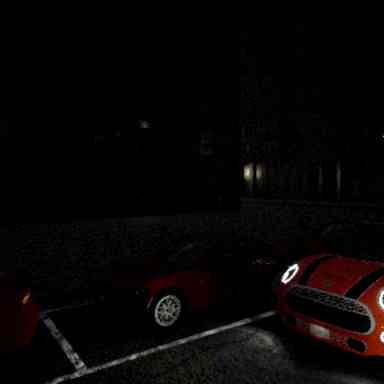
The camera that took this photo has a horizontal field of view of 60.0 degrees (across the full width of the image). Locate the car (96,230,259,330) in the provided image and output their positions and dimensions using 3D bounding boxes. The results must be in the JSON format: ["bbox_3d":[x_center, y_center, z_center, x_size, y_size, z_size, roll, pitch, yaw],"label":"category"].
[{"bbox_3d":[0.316,1.536,6.888,4.507,1.381,1.887,0,0,-35],"label":"car"}]

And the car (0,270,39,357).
[{"bbox_3d":[-4.183,1.548,3.680,4.507,1.381,1.887,0,0,-35],"label":"car"}]

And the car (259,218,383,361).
[{"bbox_3d":[3.610,1.337,5.911,4.553,1.767,2.097,0,0,-35],"label":"car"}]

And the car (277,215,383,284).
[{"bbox_3d":[4.814,1.524,10.096,4.507,1.381,1.887,0,0,-35],"label":"car"}]
